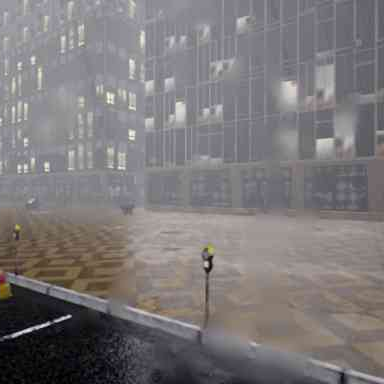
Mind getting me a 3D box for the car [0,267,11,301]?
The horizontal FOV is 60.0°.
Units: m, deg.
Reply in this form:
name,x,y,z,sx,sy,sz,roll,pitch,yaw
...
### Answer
name,x,y,z,sx,sy,sz,roll,pitch,yaw
car,-5.585,1.521,6.825,4.829,1.417,1.752,0,0,35
